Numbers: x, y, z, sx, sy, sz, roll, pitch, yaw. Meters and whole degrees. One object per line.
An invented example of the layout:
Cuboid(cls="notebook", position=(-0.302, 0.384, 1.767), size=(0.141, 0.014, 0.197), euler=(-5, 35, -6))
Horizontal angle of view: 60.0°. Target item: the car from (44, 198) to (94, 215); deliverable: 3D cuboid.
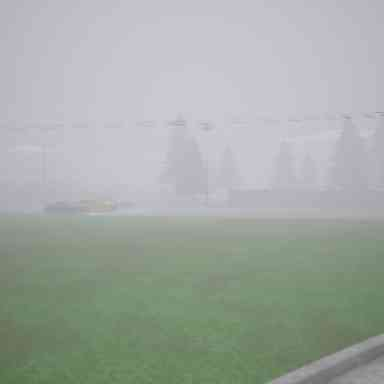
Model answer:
Cuboid(cls="car", position=(-12.433, 1.505, 33.010), size=(4.181, 1.385, 1.994), euler=(0, 0, 11))

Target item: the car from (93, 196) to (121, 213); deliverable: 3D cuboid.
Cuboid(cls="car", position=(-10.771, 1.416, 36.249), size=(5.008, 1.535, 1.882), euler=(0, 0, 11))

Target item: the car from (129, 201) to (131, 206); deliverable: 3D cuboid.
Cuboid(cls="car", position=(-11.001, 1.526, 47.001), size=(4.718, 1.301, 1.895), euler=(0, 0, 11))

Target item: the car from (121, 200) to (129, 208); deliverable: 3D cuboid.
Cuboid(cls="car", position=(-11.060, 1.281, 43.443), size=(4.553, 1.767, 2.097), euler=(0, 0, 11))

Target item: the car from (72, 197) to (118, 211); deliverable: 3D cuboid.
Cuboid(cls="car", position=(-11.622, 1.426, 39.987), size=(4.902, 1.511, 2.128), euler=(0, 0, 11))
